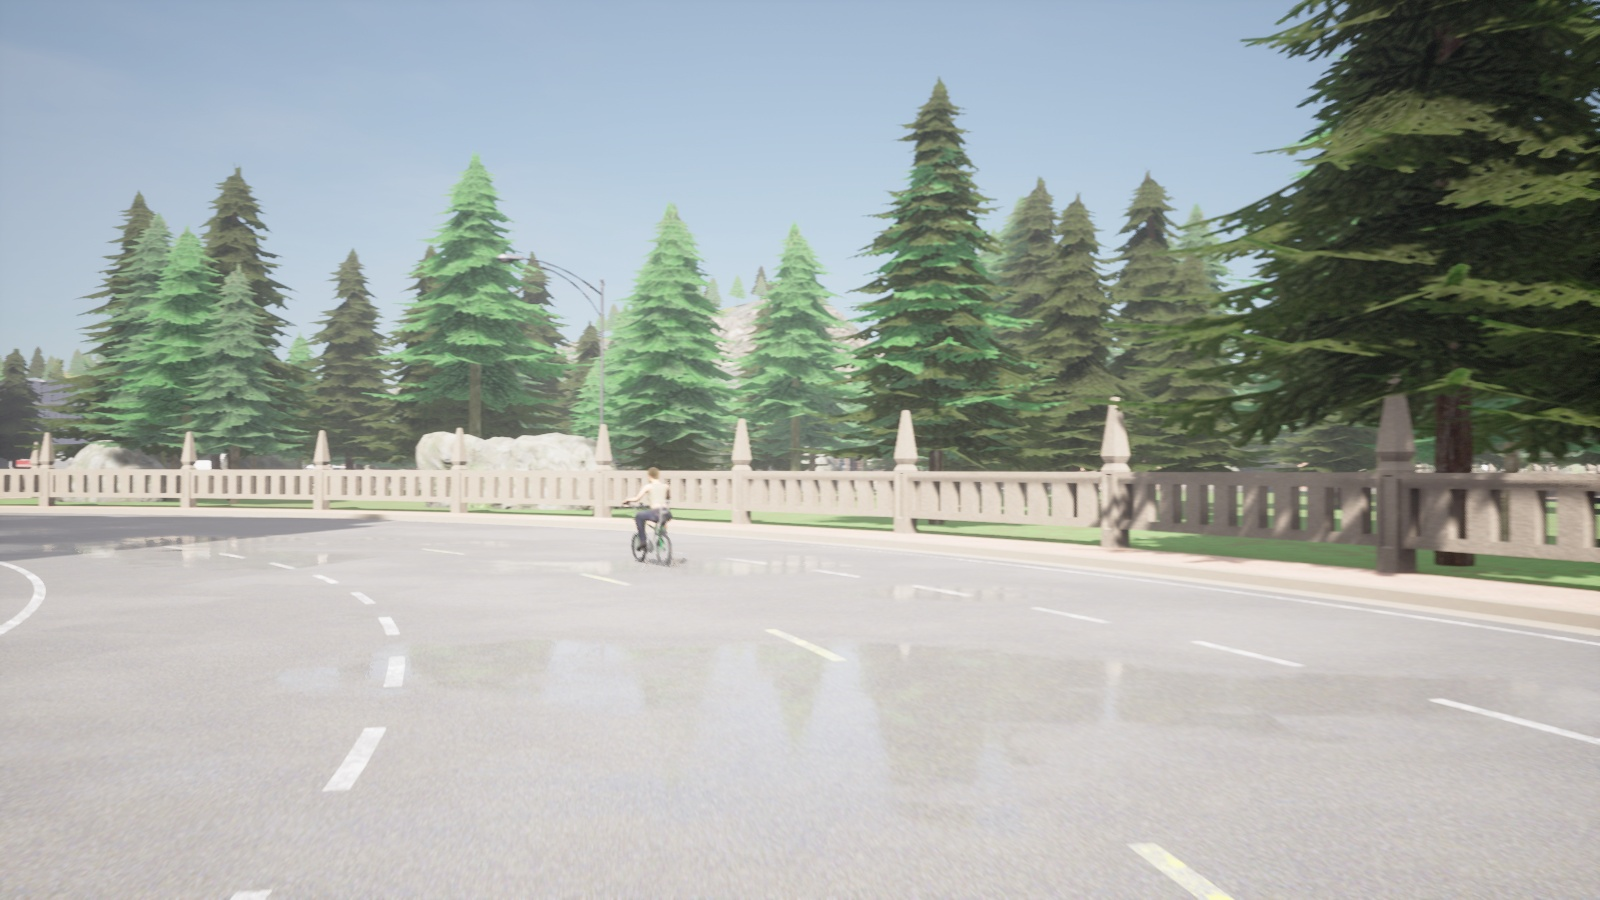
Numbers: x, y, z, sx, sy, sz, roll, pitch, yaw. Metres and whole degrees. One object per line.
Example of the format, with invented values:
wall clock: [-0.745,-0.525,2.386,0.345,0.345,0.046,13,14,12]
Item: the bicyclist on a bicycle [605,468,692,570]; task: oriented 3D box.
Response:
bicyclist on a bicycle: [-2.541,1.116,20.943,0.866,1.612,1.509,0,-1,-32]
